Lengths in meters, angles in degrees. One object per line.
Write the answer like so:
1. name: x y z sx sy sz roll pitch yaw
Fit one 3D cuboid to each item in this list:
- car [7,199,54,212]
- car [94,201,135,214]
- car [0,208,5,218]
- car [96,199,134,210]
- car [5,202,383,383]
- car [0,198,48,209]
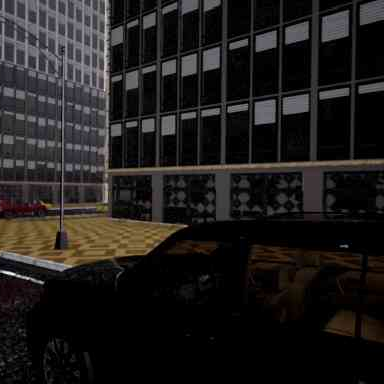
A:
1. car: -19.564 1.640 40.427 1.752 1.417 4.829 1 0 37
2. car: -9.269 1.827 40.230 1.752 1.417 4.829 1 0 37
3. car: -7.263 1.347 8.895 4.553 1.767 2.097 0 0 36
4. car: -10.951 1.799 47.653 2.033 1.411 5.357 1 0 37
5. car: 0.717 1.221 3.171 5.566 2.045 2.150 0 0 36
6. car: -16.097 1.517 31.041 2.192 1.841 5.009 1 0 37
